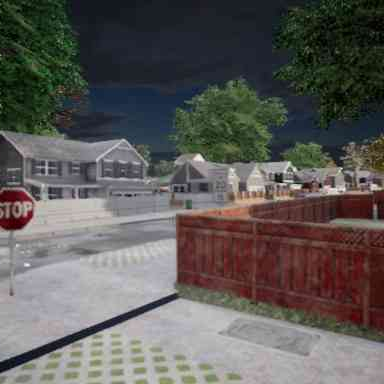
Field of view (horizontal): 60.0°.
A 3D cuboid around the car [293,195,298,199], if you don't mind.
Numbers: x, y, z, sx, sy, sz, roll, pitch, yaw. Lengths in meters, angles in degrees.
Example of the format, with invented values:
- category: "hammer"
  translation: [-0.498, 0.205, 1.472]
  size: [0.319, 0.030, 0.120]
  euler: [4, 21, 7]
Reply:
- category: "car"
  translation: [15.557, 0.797, 45.737]
  size: [2.033, 1.411, 5.357]
  euler: [0, 1, 35]

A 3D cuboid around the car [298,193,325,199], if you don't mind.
- category: "car"
  translation: [14.722, 0.811, 39.739]
  size: [1.882, 1.535, 5.008]
  euler: [0, 1, 35]
